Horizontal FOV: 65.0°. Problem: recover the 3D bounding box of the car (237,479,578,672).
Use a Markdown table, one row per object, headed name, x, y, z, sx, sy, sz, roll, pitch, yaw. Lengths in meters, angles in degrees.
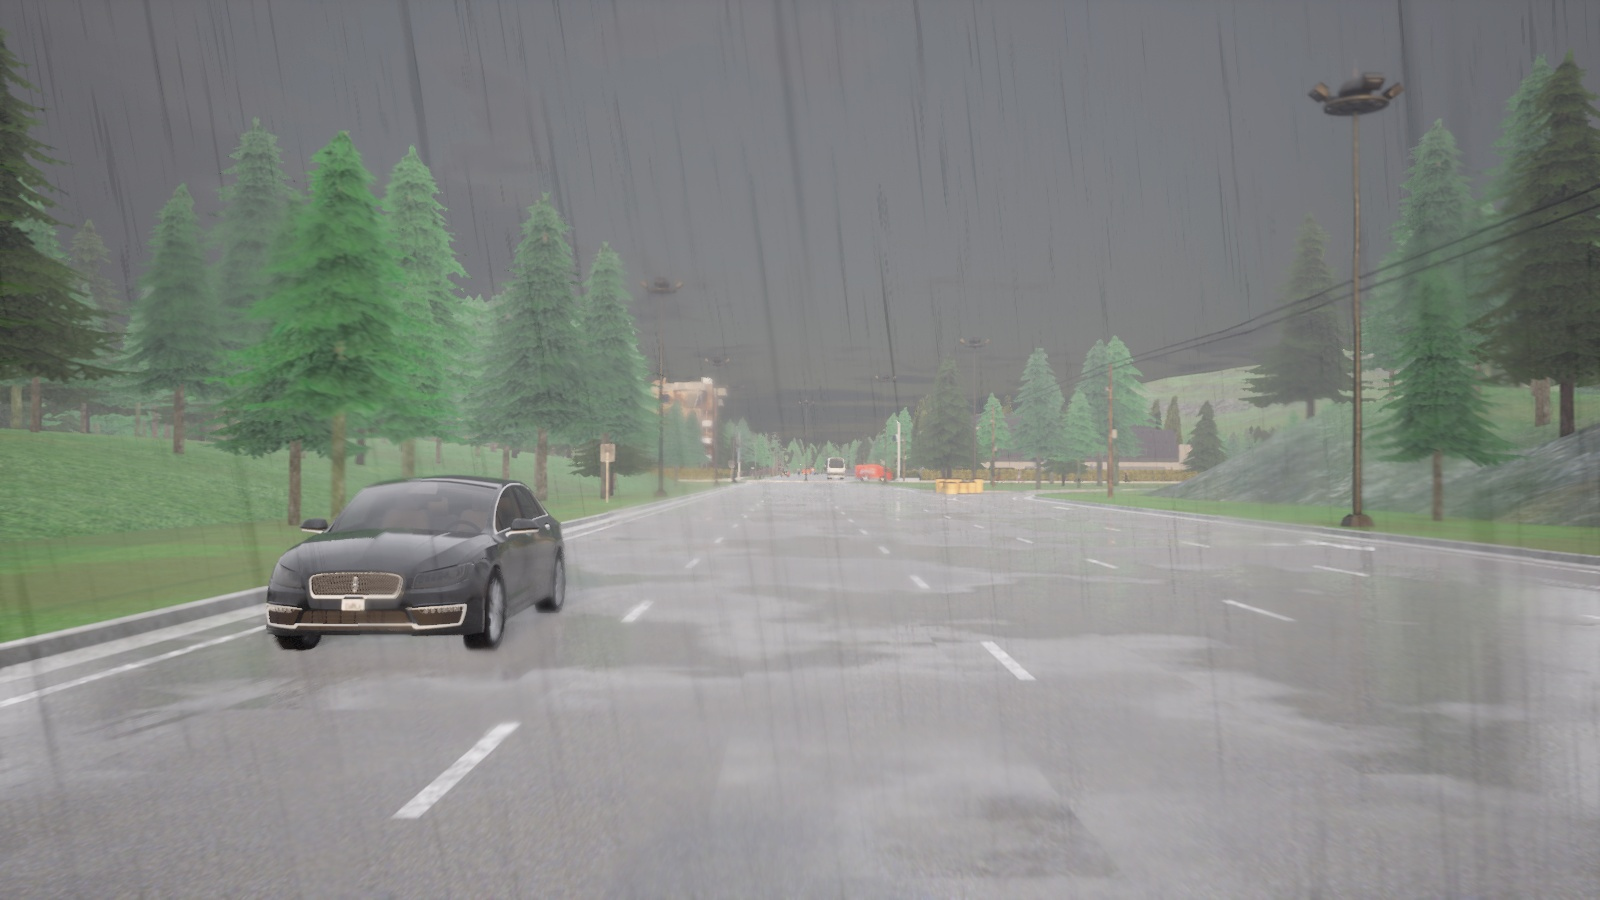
| name | x | y | z | sx | sy | sz | roll | pitch | yaw |
| --- | --- | --- | --- | --- | --- | --- | --- | --- | --- |
| car | -3.530 | 1.044 | 12.356 | 1.837 | 1.490 | 4.892 | 0 | -1 | 0 |
